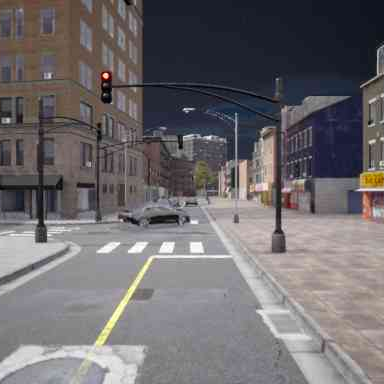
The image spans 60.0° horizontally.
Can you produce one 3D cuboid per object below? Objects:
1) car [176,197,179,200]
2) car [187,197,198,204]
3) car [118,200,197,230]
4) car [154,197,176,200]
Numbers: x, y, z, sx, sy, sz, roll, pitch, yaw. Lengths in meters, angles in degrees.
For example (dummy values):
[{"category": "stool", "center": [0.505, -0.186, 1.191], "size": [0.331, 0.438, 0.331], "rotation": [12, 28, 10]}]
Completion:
[{"category": "car", "center": [-2.890, 1.512, 41.416], "size": [1.837, 1.490, 4.892], "rotation": [0, 0, 0]}, {"category": "car", "center": [-0.056, 1.578, 57.023], "size": [1.994, 1.385, 4.181], "rotation": [0, 0, 0]}, {"category": "car", "center": [-2.372, 1.495, 21.503], "size": [4.902, 1.511, 2.128], "rotation": [0, 1, -39]}, {"category": "car", "center": [-2.880, 1.355, 31.197], "size": [2.097, 1.767, 4.553], "rotation": [0, 0, 0]}]
